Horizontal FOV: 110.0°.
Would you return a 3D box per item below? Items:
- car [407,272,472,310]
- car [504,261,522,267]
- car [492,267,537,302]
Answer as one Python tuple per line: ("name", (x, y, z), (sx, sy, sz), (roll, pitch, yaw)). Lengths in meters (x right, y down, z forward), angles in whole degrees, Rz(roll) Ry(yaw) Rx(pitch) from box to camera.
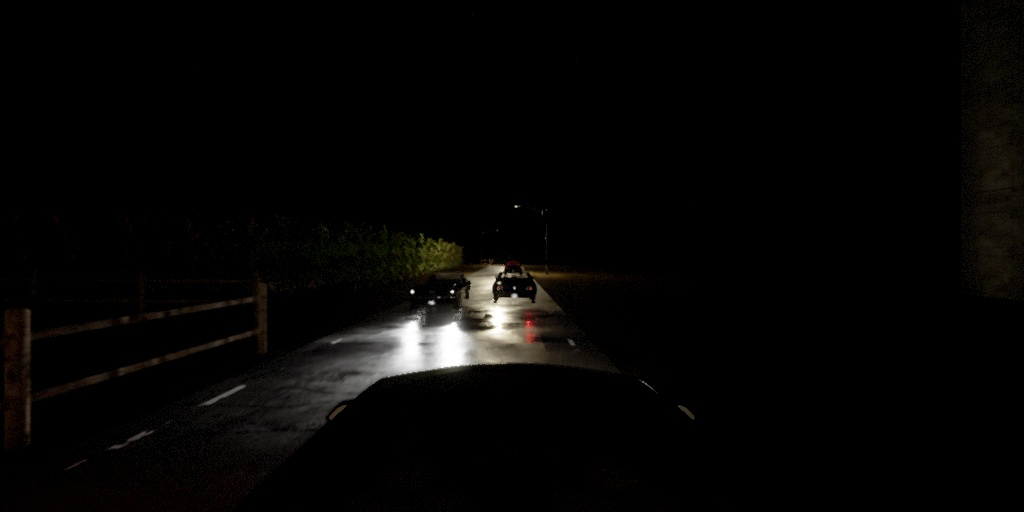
("car", (-2.847, 1.359, 14.967), (1.895, 1.301, 4.718), (0, 0, 0))
("car", (0.111, 1.301, 38.602), (1.812, 1.442, 4.674), (0, 0, 0))
("car", (0.104, 1.361, 17.024), (1.895, 1.301, 4.718), (0, 0, 0))
